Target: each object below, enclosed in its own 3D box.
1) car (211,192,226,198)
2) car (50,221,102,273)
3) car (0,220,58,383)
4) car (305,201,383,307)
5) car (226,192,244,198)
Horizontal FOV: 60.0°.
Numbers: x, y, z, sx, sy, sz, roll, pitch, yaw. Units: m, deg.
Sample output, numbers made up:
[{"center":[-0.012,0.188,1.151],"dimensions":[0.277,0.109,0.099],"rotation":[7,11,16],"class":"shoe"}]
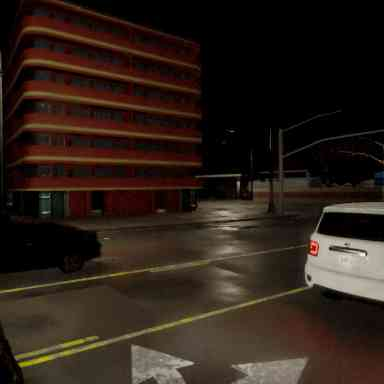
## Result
[{"center":[7.443,0.696,89.329],"dimensions":[4.611,1.667,2.242],"rotation":[-1,1,-35],"class":"car"},{"center":[-4.859,1.526,9.117],"dimensions":[4.674,1.442,1.812],"rotation":[0,0,-35],"class":"car"},{"center":[-3.658,1.221,1.143],"dimensions":[5.566,2.045,2.150],"rotation":[0,0,-35],"class":"car"},{"center":[4.785,1.221,7.139],"dimensions":[5.566,2.045,2.150],"rotation":[0,0,-35],"class":"car"},{"center":[11.409,0.843,85.103],"dimensions":[3.806,1.475,1.970],"rotation":[-1,1,-35],"class":"car"}]
